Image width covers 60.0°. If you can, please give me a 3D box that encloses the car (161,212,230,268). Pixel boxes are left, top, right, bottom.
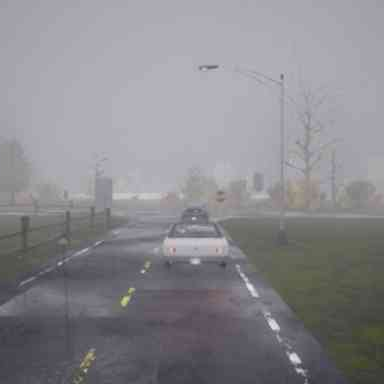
[{"bbox_3d":[0.101,1.590,11.206,1.895,1.301,4.718,0,0,0],"label":"car"}]

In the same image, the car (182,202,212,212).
[{"bbox_3d":[0.342,1.481,24.248,1.837,1.490,4.892,0,0,5],"label":"car"}]
